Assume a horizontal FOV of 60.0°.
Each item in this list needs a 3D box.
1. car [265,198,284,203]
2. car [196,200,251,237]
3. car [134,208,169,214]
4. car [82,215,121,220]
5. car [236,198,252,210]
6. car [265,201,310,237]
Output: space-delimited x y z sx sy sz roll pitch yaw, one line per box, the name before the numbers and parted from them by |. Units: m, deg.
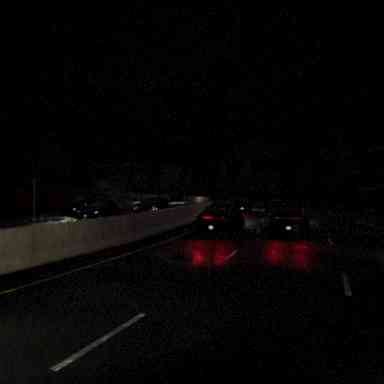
car | 8.935 1.384 35.760 1.882 1.535 5.008 0 0 7
car | 1.632 1.440 17.995 2.128 1.511 4.902 0 0 17
car | -3.262 1.267 27.685 2.097 1.767 4.553 0 0 12
car | -7.159 1.440 26.239 1.812 1.442 4.674 0 0 13
car | 5.432 1.406 35.950 1.837 1.490 4.892 0 0 8
car | 5.196 1.445 17.776 2.128 1.511 4.902 0 0 17
